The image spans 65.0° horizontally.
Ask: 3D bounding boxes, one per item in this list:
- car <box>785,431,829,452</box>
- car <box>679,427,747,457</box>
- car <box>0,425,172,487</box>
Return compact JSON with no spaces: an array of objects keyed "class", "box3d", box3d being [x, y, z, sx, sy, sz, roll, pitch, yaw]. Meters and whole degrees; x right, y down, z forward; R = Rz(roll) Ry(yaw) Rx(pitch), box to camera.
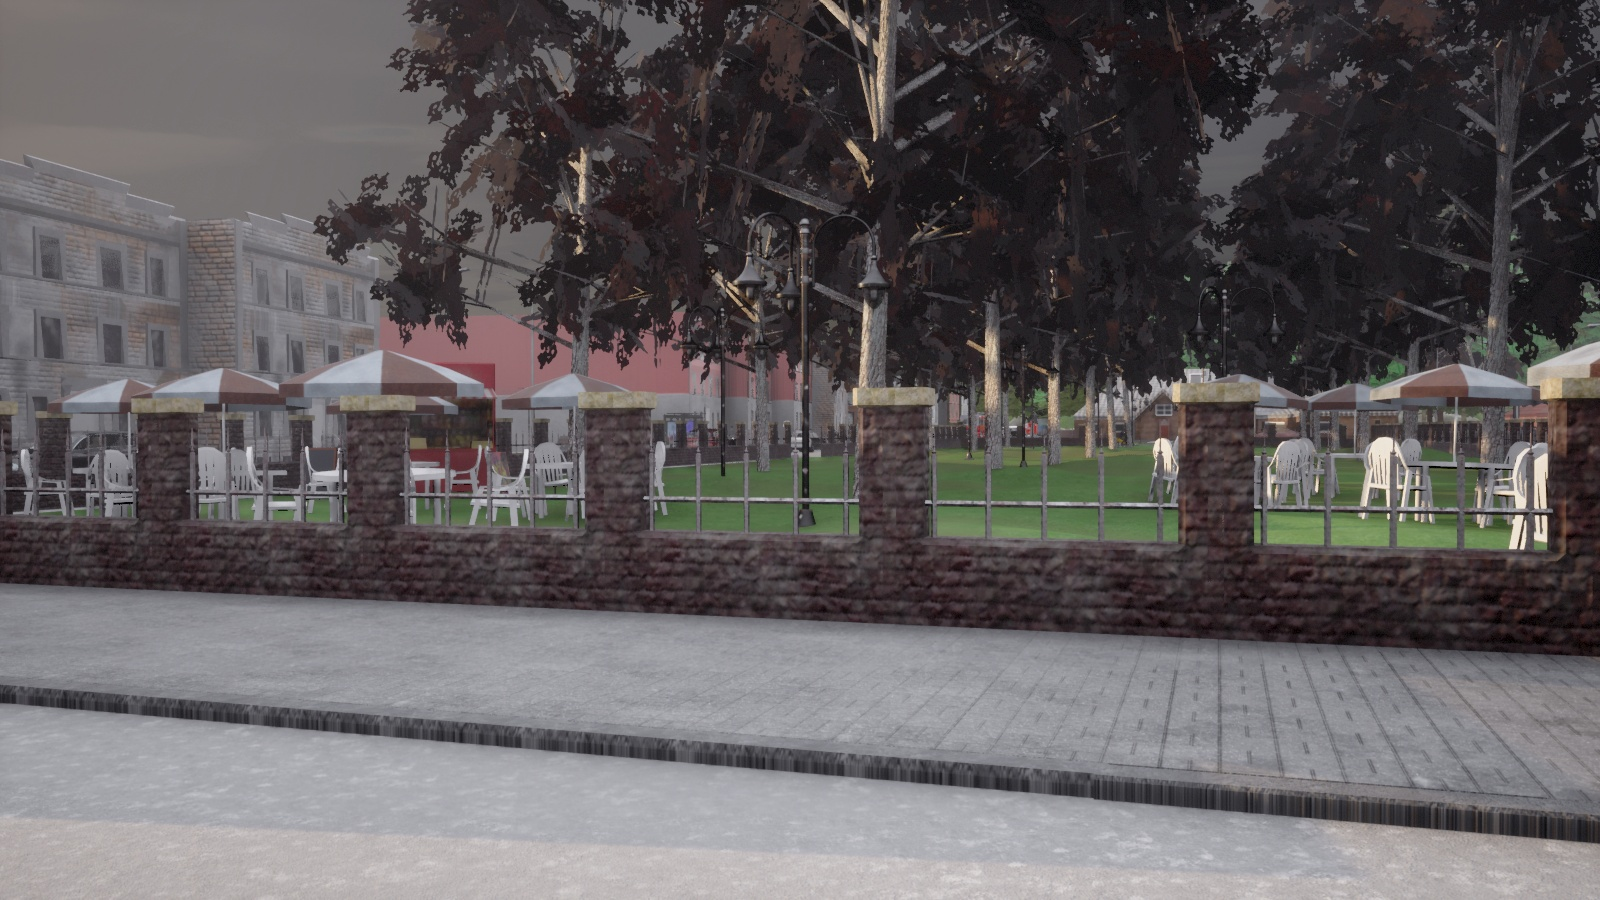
[{"class":"car","box3d":[0.499,-0.605,87.355,1.970,1.475,3.806,1,1,19]},{"class":"car","box3d":[-4.904,-0.486,71.164,2.242,1.667,4.611,1,1,19]},{"class":"car","box3d":[-20.778,0.099,36.112,2.033,1.649,4.856,1,1,18]}]
